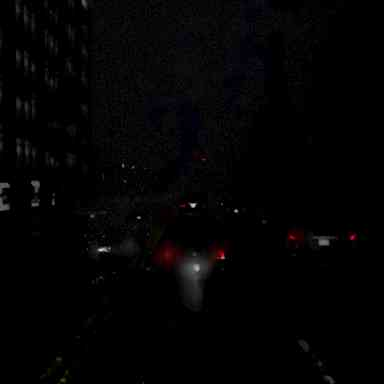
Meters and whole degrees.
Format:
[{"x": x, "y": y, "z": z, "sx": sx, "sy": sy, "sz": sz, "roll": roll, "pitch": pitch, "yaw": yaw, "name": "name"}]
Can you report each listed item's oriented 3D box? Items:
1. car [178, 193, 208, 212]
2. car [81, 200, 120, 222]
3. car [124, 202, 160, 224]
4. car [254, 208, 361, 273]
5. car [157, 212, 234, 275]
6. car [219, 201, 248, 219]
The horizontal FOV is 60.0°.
[{"x": 0.082, "y": 1.051, "z": 25.828, "sx": 2.150, "sy": 2.045, "sz": 5.566, "roll": 0, "pitch": 0, "yaw": 0, "name": "car"}, {"x": -6.608, "y": 1.331, "z": 24.504, "sx": 2.128, "sy": 1.511, "sz": 4.902, "roll": 0, "pitch": 0, "yaw": 0, "name": "car"}, {"x": -3.358, "y": 1.413, "z": 22.948, "sx": 1.994, "sy": 1.385, "sz": 4.181, "roll": 0, "pitch": 0, "yaw": 0, "name": "car"}, {"x": 3.335, "y": 1.281, "z": 10.528, "sx": 2.097, "sy": 1.767, "sz": 4.553, "roll": 0, "pitch": 0, "yaw": 0, "name": "car"}, {"x": 0.087, "y": 1.532, "z": 10.221, "sx": 1.895, "sy": 1.301, "sz": 4.718, "roll": 0, "pitch": 0, "yaw": 0, "name": "car"}, {"x": 3.332, "y": 1.386, "z": 27.000, "sx": 1.994, "sy": 1.385, "sz": 4.181, "roll": 0, "pitch": 0, "yaw": 0, "name": "car"}]
